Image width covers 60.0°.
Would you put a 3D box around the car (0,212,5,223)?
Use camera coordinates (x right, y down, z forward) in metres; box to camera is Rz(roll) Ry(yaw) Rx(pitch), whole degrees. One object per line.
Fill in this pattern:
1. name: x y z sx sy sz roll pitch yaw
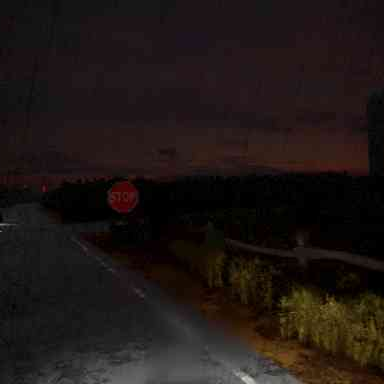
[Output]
1. car: -20.386 2.458 33.920 1.812 1.442 4.674 -3 0 -26
